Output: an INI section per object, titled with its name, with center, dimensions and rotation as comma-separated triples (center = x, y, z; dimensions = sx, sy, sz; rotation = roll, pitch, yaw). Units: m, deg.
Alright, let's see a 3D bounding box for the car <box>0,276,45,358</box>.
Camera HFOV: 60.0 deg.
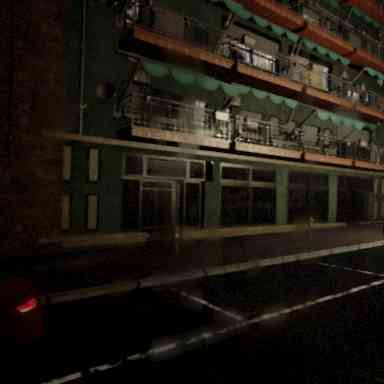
[car]
center = -3.947, 1.573, 3.726
dimensions = 4.206, 1.307, 1.802
rotation = 1, 1, -36
